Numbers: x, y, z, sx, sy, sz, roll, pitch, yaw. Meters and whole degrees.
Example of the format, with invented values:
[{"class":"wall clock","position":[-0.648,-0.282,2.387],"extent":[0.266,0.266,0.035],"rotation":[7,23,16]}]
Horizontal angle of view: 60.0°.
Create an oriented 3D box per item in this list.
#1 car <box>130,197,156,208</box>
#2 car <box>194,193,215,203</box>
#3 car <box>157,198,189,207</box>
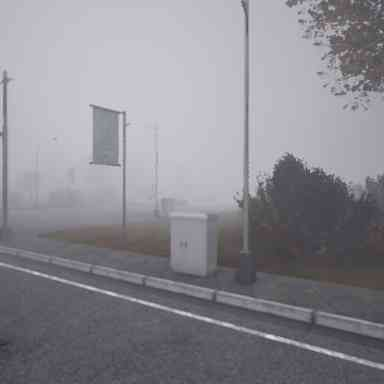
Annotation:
[{"class":"car","position":[-6.710,1.395,46.984],"extent":[1.812,1.442,4.674],"rotation":[0,0,32]},{"class":"car","position":[2.336,1.027,61.050],"extent":[2.097,1.767,4.553],"rotation":[0,0,33]},{"class":"car","position":[-2.486,1.484,47.107],"extent":[1.895,1.301,4.718],"rotation":[0,0,33]}]
